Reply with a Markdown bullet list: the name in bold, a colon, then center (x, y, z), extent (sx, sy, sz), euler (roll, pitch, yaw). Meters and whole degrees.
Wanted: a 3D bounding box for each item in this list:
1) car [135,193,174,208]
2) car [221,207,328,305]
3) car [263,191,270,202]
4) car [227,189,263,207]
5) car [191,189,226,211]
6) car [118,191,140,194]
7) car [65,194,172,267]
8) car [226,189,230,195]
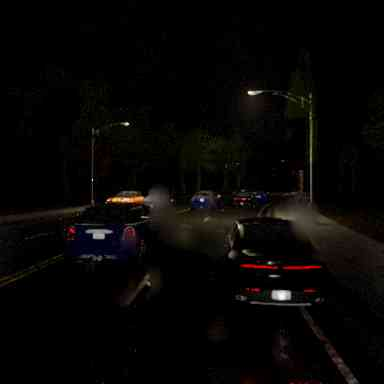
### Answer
- **car**: center (-2.937, 0.975, 26.662), extent (2.033, 1.411, 5.357), euler (0, 1, 13)
- **car**: center (1.654, 1.339, 7.704), extent (1.837, 1.490, 4.892), euler (0, 1, 5)
- **car**: center (9.092, 0.520, 43.682), extent (1.994, 1.385, 4.181), euler (0, 1, 18)
- **car**: center (5.022, 0.759, 30.932), extent (2.128, 1.511, 4.902), euler (0, 1, 17)
- **car**: center (1.364, 0.689, 29.300), extent (2.097, 1.767, 4.553), euler (0, 1, 15)
- **car**: center (-5.705, 0.753, 28.800), extent (2.097, 1.767, 4.553), euler (0, 1, 15)
- **car**: center (-2.189, 1.128, 10.778), extent (2.097, 1.767, 4.553), euler (0, 1, 6)
- **car**: center (6.957, 0.077, 68.274), extent (1.895, 1.301, 4.718), euler (0, 1, 18)
